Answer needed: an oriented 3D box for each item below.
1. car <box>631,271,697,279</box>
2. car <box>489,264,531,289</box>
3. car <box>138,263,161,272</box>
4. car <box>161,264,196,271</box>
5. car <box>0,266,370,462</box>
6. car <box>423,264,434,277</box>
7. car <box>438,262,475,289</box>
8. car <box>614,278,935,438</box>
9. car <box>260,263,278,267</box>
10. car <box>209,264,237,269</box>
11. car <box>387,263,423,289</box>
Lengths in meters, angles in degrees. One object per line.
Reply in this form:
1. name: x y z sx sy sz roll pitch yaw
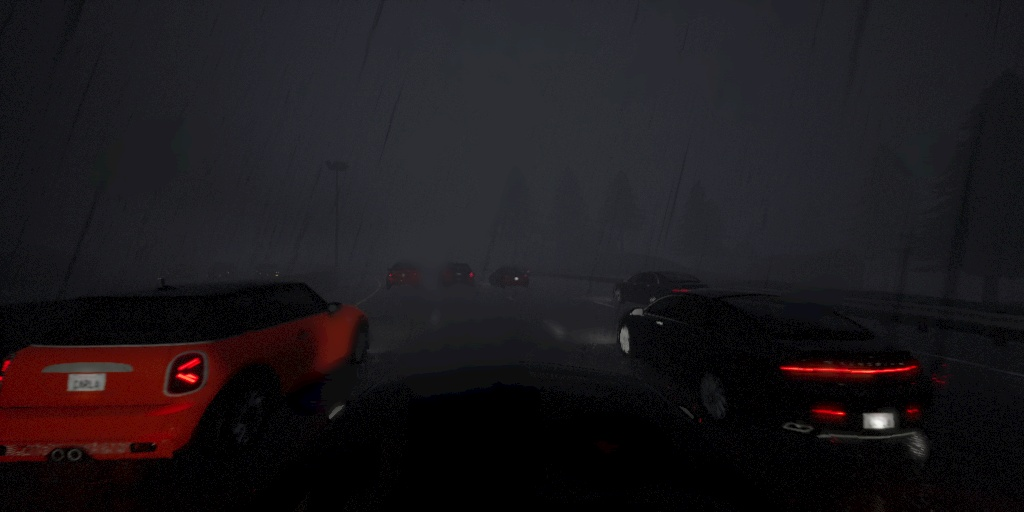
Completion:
1. car: 5.747 1.330 14.289 1.837 1.490 4.892 0 0 -9
2. car: -0.289 1.464 25.145 1.994 1.385 4.181 0 0 -16
3. car: -40.904 1.514 40.641 1.882 1.535 5.008 1 -1 -44
4. car: -31.134 1.510 33.900 1.812 1.442 4.674 0 -1 -34
5. car: -3.767 1.127 5.225 2.097 1.767 4.553 0 0 -2
6. car: -10.041 1.564 39.574 1.994 1.385 4.181 0 -1 -29
7. car: -3.964 1.257 25.154 2.097 1.767 4.553 0 0 -17
8. car: 3.217 1.276 5.677 1.837 1.490 4.892 0 -1 -3
9. car: -23.464 1.487 34.694 1.837 1.490 4.892 1 -1 -31
10. car: -26.709 1.468 33.319 2.128 1.511 4.902 0 0 -31
11. car: -7.526 1.257 24.852 2.097 1.767 4.553 0 0 -17
